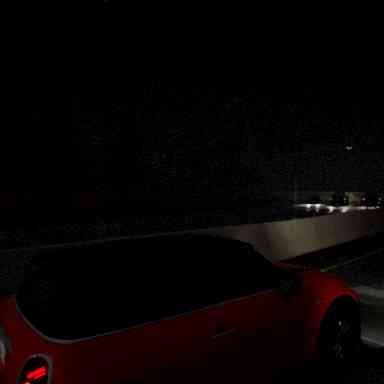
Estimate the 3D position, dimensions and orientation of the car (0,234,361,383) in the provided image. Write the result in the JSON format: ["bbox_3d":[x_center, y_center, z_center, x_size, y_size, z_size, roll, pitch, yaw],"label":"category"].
[{"bbox_3d":[0.109,1.321,4.078,4.553,1.767,2.097,-1,1,-37],"label":"car"}]
